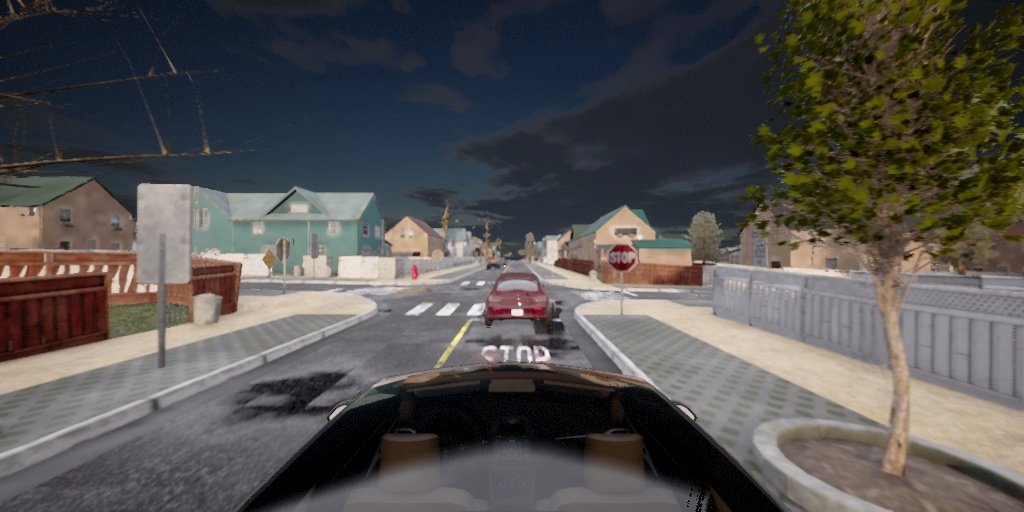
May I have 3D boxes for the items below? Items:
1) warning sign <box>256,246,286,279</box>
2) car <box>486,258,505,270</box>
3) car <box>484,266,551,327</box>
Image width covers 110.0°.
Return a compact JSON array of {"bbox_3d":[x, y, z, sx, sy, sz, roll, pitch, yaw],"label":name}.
[{"bbox_3d":[-15.525,0.480,22.906,1.060,1.860,1.300,0,0,1],"label":"warning sign"},{"bbox_3d":[-2.278,1.154,46.185,1.895,1.301,4.718,0,0,1],"label":"car"},{"bbox_3d":[0.180,1.225,11.242,1.812,1.442,4.674,0,0,1],"label":"car"}]
